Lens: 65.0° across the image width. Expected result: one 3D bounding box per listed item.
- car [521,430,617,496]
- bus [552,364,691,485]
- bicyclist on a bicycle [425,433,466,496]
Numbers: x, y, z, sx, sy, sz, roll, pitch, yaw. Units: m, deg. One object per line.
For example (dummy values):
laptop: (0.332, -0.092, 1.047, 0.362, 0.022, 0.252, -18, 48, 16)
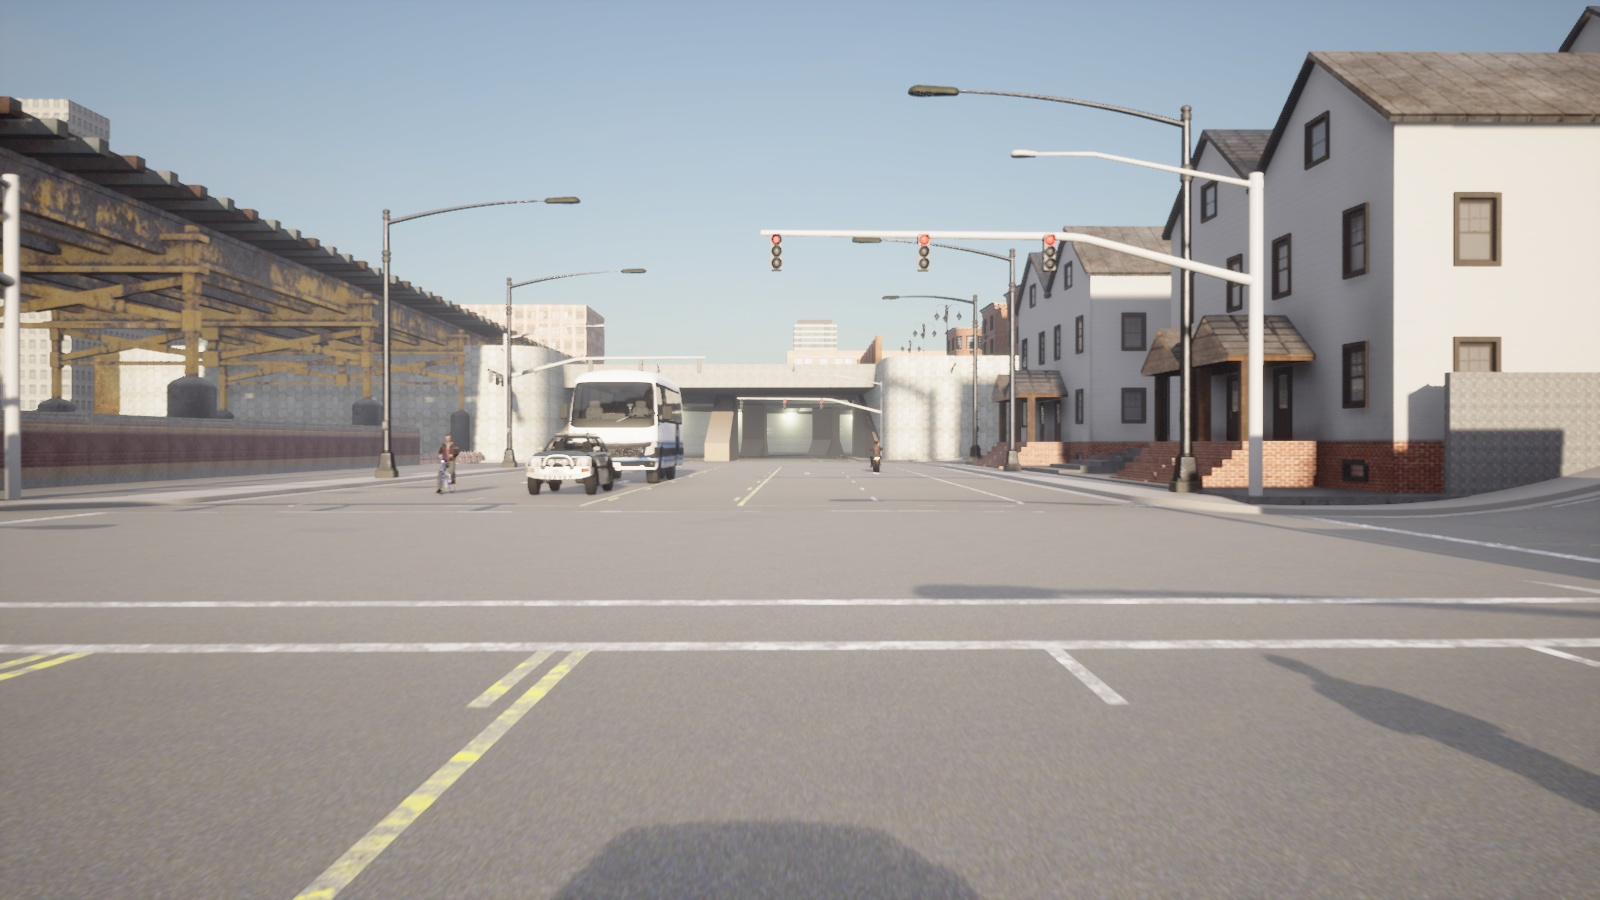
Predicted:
car: (-6.764, 0.348, 37.240, 1.932, 1.855, 4.605, 0, 0, 1)
bus: (-6.697, -0.912, 49.174, 3.944, 4.253, 10.273, 0, 0, 0)
bicyclist on a bicycle: (-10.272, 0.404, 36.417, 0.659, 1.776, 1.843, 0, 0, 0)
